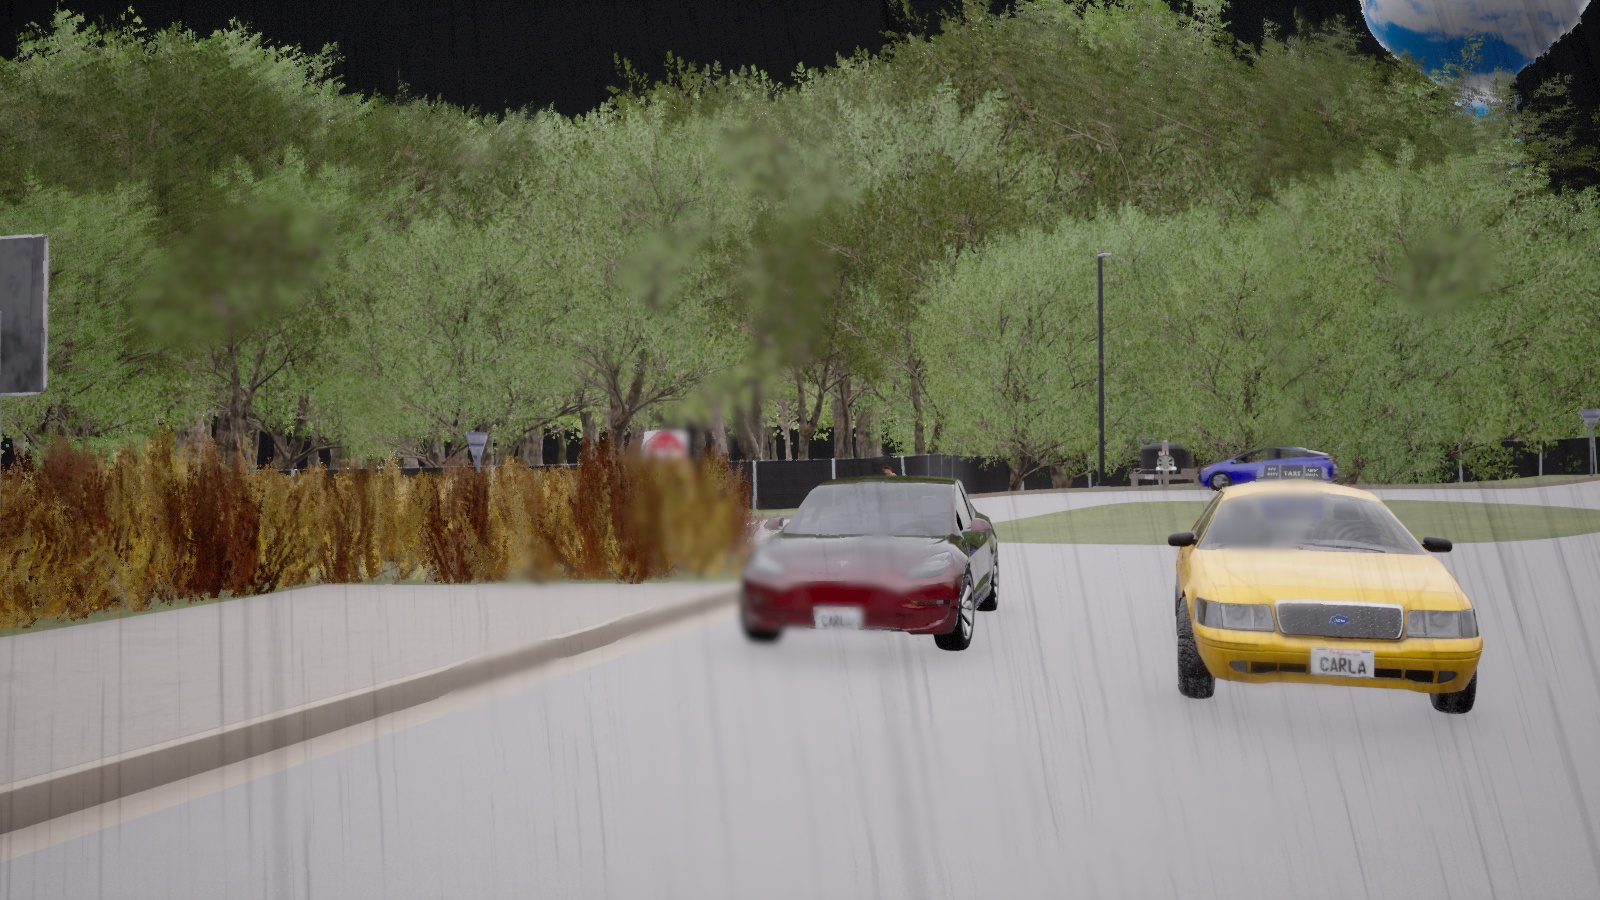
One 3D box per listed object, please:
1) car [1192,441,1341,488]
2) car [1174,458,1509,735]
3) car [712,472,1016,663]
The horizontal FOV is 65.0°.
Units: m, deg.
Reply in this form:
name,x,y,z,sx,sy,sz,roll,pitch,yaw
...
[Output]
name,x,y,z,sx,sy,sz,roll,pitch,yaw
car,16.038,0.506,43.219,4.514,1.525,2.007,-1,0,30
car,3.950,0.863,10.039,1.801,1.575,5.366,0,0,16
car,0.887,0.986,12.515,2.163,1.488,4.792,-1,-1,13
